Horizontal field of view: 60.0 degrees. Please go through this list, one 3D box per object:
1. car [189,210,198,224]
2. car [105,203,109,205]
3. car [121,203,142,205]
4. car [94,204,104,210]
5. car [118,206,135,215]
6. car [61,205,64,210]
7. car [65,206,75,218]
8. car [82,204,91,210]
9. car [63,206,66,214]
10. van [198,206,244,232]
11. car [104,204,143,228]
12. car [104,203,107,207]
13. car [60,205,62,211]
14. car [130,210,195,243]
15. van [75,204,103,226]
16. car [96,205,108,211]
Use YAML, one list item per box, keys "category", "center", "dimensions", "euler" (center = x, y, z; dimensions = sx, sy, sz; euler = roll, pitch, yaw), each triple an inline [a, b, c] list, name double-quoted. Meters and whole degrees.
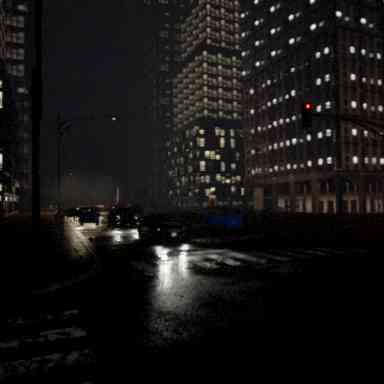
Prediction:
- category: "car"
  center: [-0.002, 2.333, 30.163]
  dimensions: [1.887, 1.381, 4.507]
  euler: [0, -2, -23]
- category: "car"
  center: [-15.370, 3.398, 65.745]
  dimensions: [1.947, 1.339, 4.313]
  euler: [0, -2, -23]
- category: "car"
  center: [-8.794, 2.701, 50.496]
  dimensions: [2.192, 1.841, 5.009]
  euler: [0, -2, -23]
- category: "car"
  center: [-24.207, 3.956, 86.240]
  dimensions: [1.752, 1.417, 4.829]
  euler: [0, -2, -23]
- category: "car"
  center: [-10.985, 3.079, 55.575]
  dimensions: [1.887, 1.381, 4.507]
  euler: [0, -2, -23]
- category: "car"
  center: [-23.064, 3.433, 62.425]
  dimensions: [1.802, 1.307, 4.206]
  euler: [0, -2, -23]
- category: "car"
  center: [-16.487, 2.971, 47.171]
  dimensions: [1.947, 1.339, 4.313]
  euler: [0, -2, -23]
- category: "car"
  center: [-27.873, 4.036, 87.938]
  dimensions: [1.812, 1.442, 4.674]
  euler: [0, -1, -23]
- category: "car"
  center: [-18.680, 3.105, 52.255]
  dimensions: [2.008, 1.369, 4.403]
  euler: [0, -2, -23]
- category: "van"
  center: [2.271, 1.980, 25.121]
  dimensions: [1.690, 1.788, 3.998]
  euler: [0, -2, -23]
- category: "car"
  center: [-6.229, 2.216, 29.916]
  dimensions: [2.097, 1.767, 4.553]
  euler: [0, -2, -23]
- category: "car"
  center: [-17.564, 3.295, 70.836]
  dimensions: [2.192, 1.841, 5.009]
  euler: [0, -2, -23]
- category: "car"
  center: [-31.835, 4.028, 82.764]
  dimensions: [1.802, 1.307, 4.206]
  euler: [0, -2, -23]
- category: "car"
  center: [-1.909, 2.059, 19.893]
  dimensions: [2.128, 1.511, 4.902]
  euler: [0, -1, -23]
- category: "van"
  center: [-9.911, 2.299, 31.922]
  dimensions: [1.690, 1.788, 3.998]
  euler: [0, -2, -23]
- category: "car"
  center: [-21.947, 3.828, 80.999]
  dimensions: [2.008, 1.369, 4.403]
  euler: [0, -2, -23]
